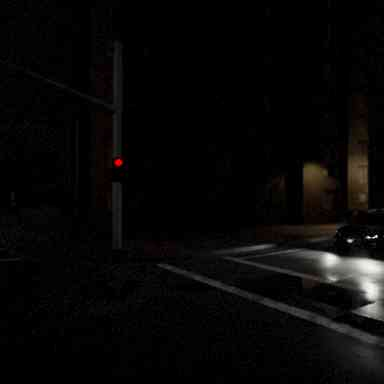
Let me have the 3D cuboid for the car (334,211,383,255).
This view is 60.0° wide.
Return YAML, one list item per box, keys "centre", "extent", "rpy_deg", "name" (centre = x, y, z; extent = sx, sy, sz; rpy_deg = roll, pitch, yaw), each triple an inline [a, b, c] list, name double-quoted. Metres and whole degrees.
- centre: [7.918, 1.604, 13.924]
  extent: [4.892, 1.490, 1.837]
  rpy_deg: [0, 0, -35]
  name: "car"
